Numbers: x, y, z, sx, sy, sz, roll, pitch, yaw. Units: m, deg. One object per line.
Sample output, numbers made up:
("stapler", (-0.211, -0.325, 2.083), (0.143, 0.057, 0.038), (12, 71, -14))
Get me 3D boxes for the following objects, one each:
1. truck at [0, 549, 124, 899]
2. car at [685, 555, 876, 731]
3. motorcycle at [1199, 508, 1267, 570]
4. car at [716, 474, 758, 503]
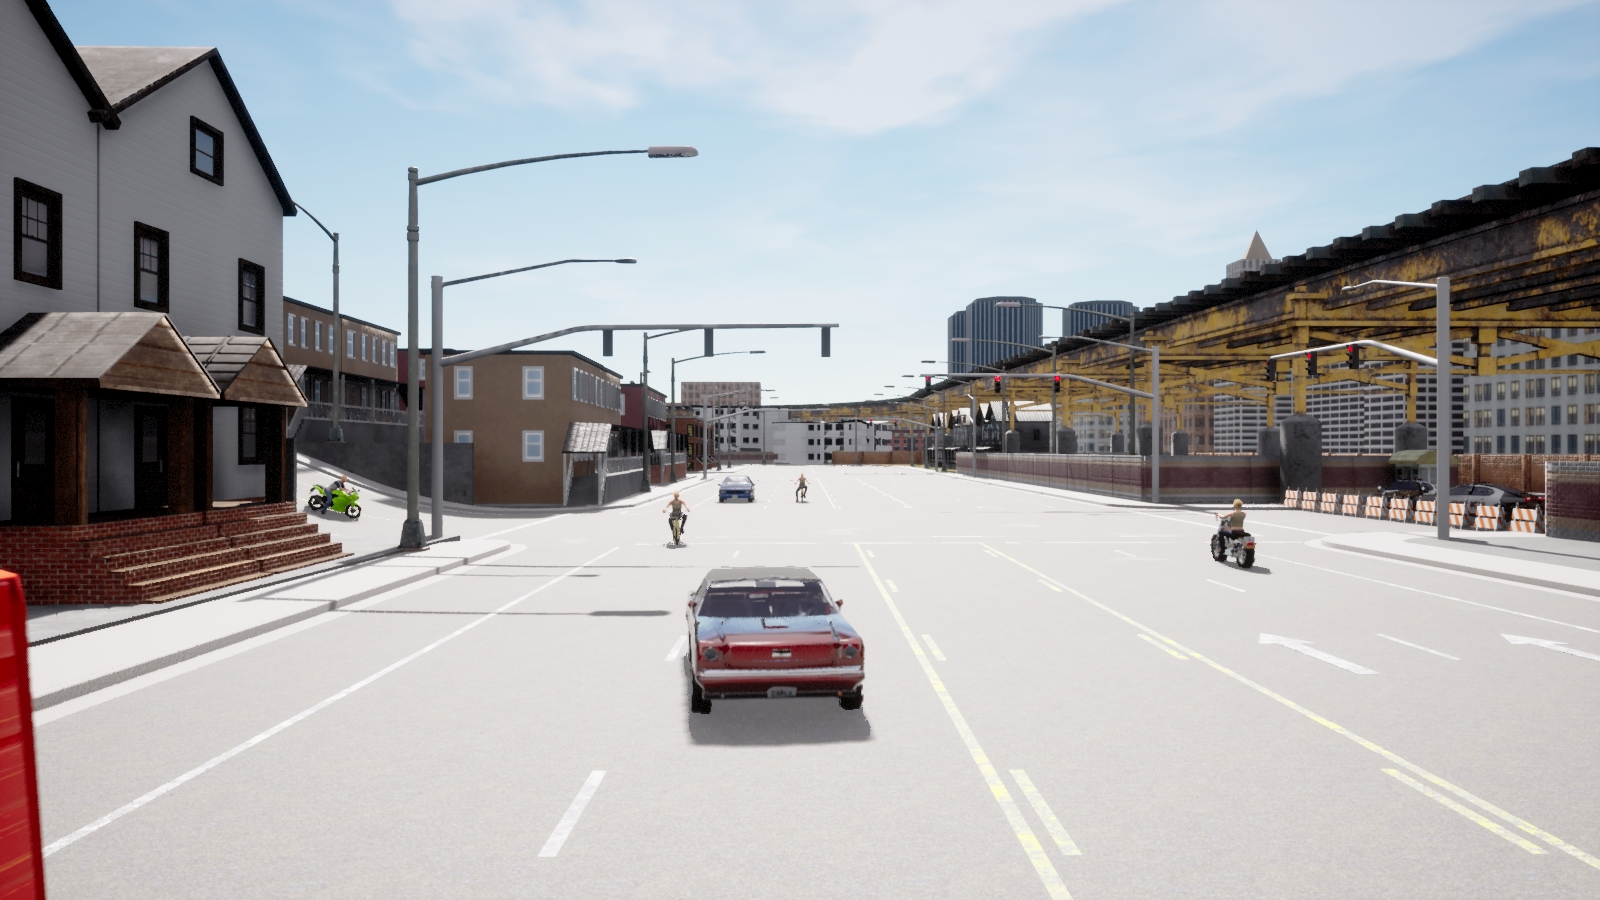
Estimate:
("truck", (-3.491, 1.564, 1.073), (2.627, 2.467, 5.204), (0, 0, 0))
("car", (-0.423, 2.155, 13.853), (1.895, 1.301, 4.718), (0, 0, -6))
("motorcycle", (10.523, 2.142, 27.850), (0.764, 1.332, 2.356), (0, 0, 0))
("car", (-3.449, 2.106, 63.014), (2.033, 1.411, 5.357), (0, 0, 0))
